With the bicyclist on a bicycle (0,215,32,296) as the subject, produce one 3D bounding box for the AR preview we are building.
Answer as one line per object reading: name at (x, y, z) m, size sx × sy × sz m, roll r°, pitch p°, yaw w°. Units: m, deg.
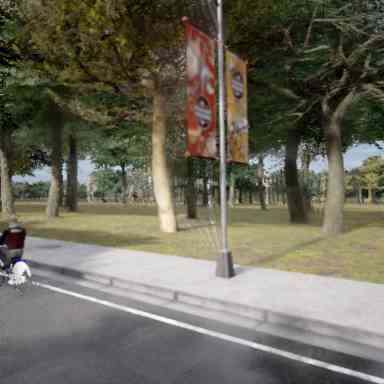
bicyclist on a bicycle at (-4.212, 1.417, 7.659) m, size 1.843 × 1.776 × 0.659 m, roll 0°, pitch 0°, yaw 36°
